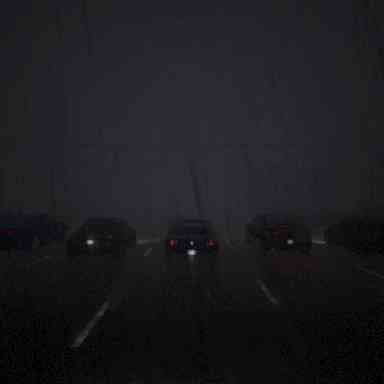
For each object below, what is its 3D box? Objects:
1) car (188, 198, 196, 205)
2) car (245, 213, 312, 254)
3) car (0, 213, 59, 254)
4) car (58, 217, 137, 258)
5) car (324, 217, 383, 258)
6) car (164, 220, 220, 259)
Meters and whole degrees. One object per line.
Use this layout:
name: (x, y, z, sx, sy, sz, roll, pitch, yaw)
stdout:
car: (-0.024, 2.352, 79.863, 1.882, 1.535, 5.008, 0, -1, 0)
car: (3.519, 1.636, 14.315, 1.882, 1.535, 5.008, 0, 0, 0)
car: (-6.981, 1.635, 14.311, 1.882, 1.535, 5.008, 0, 0, 0)
car: (-3.489, 1.713, 13.450, 1.994, 1.385, 4.181, 0, -1, 0)
car: (7.015, 1.714, 13.542, 1.994, 1.385, 4.181, 0, -1, 0)
car: (0.010, 1.748, 13.317, 1.895, 1.301, 4.718, 0, -1, 0)
